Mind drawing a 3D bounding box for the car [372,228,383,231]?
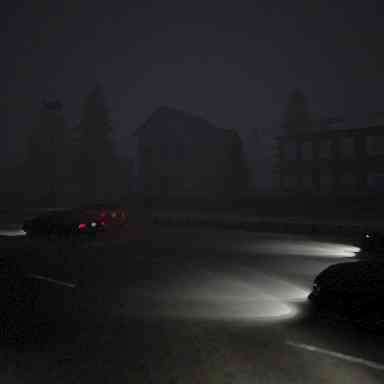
[{"bbox_3d":[8.023,1.563,11.166,4.181,1.385,1.994,0,0,36],"label":"car"}]

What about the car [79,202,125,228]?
[{"bbox_3d":[-6.488,1.436,21.521,4.553,1.767,2.097,0,0,36],"label":"car"}]

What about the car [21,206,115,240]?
[{"bbox_3d":[-6.758,1.621,17.413,5.357,1.411,2.033,0,0,36],"label":"car"}]

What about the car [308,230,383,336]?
[{"bbox_3d":[4.657,1.542,4.969,5.357,1.411,2.033,0,0,36],"label":"car"}]
